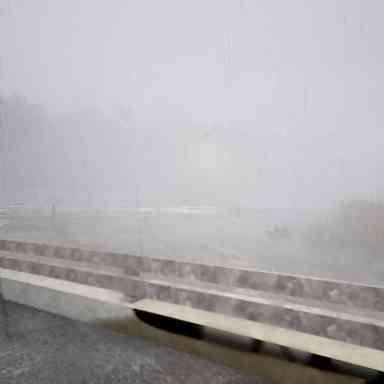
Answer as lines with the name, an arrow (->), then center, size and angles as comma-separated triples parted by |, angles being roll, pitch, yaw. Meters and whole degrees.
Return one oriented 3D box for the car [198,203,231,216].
car -> 3.035, 2.295, 45.385 | 4.553, 1.767, 2.097 | 3, -2, -26
